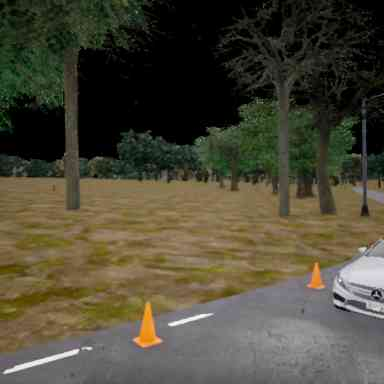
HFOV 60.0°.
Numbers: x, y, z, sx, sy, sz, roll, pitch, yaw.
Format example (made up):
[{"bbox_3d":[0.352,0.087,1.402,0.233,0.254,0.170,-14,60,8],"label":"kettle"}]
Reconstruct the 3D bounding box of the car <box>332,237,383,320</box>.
[{"bbox_3d":[4.700,1.599,6.911,4.674,1.442,1.812,1,0,-42],"label":"car"}]

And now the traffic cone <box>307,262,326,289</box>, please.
[{"bbox_3d":[3.063,2.033,8.184,0.340,0.580,0.340,1,-1,-41],"label":"traffic cone"}]

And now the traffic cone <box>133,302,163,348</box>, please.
[{"bbox_3d":[-0.672,1.989,5.093,0.340,0.580,0.340,1,-1,-38],"label":"traffic cone"}]
